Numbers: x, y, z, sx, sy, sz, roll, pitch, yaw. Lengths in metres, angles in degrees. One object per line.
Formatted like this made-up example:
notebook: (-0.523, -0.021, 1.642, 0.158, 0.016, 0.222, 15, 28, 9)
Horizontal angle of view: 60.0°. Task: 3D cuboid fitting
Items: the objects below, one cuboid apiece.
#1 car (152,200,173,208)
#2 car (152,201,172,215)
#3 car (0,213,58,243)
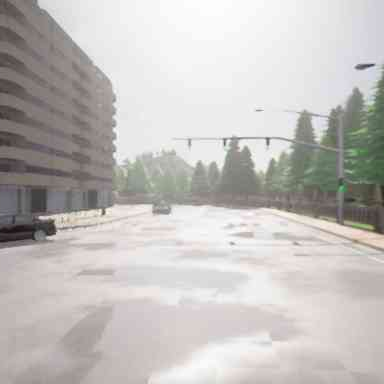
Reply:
car: (-5.838, 2.409, 65.014, 2.033, 1.411, 5.357, 0, -1, -29)
car: (-3.752, 2.159, 41.403, 1.994, 1.385, 4.181, -1, 0, 4)
car: (-9.356, 1.840, 16.535, 5.008, 1.535, 1.882, -1, 0, -42)
